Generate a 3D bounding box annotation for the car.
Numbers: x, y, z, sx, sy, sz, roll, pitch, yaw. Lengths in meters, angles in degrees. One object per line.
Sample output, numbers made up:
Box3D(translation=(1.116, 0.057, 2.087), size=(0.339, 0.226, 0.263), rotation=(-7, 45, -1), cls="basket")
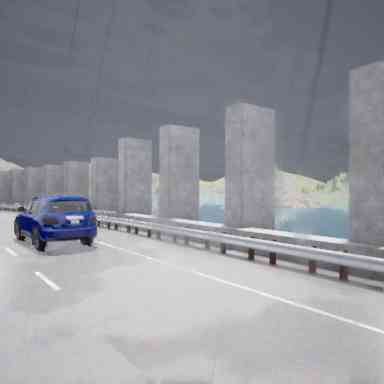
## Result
Box3D(translation=(-6.007, 1.199, 14.396), size=(2.150, 2.045, 5.566), rotation=(0, 0, -39), cls="car")
